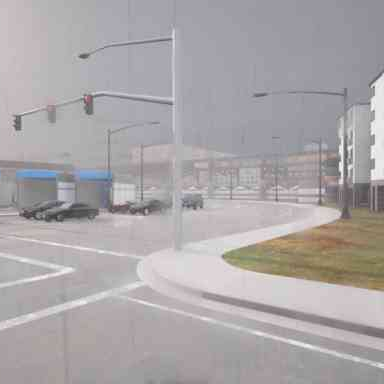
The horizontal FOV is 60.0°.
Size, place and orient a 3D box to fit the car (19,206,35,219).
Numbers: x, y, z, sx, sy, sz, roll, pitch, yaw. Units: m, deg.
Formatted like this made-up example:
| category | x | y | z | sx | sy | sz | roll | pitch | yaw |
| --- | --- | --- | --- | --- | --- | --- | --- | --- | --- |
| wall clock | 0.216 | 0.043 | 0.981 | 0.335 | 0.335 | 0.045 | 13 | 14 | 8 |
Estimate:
| category | x | y | z | sx | sy | sz | roll | pitch | yaw |
| --- | --- | --- | --- | --- | --- | --- | --- | --- | --- |
| car | -12.299 | 1.505 | 28.770 | 1.837 | 1.490 | 4.892 | 0 | 0 | 36 |

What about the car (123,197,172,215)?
| category | x | y | z | sx | sy | sz | roll | pitch | yaw |
| --- | --- | --- | --- | --- | --- | --- | --- | --- | --- |
| car | -4.459 | 1.505 | 34.031 | 1.837 | 1.490 | 4.892 | 0 | 0 | 30 |

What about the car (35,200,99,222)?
| category | x | y | z | sx | sy | sz | roll | pitch | yaw |
| --- | --- | --- | --- | --- | --- | --- | --- | --- | --- |
| car | -9.590 | 1.526 | 26.544 | 1.812 | 1.442 | 4.674 | 0 | 0 | 36 |

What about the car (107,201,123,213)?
| category | x | y | z | sx | sy | sz | roll | pitch | yaw |
| --- | --- | --- | --- | --- | --- | --- | --- | --- | --- |
| car | -7.067 | 1.601 | 36.378 | 1.895 | 1.301 | 4.718 | 0 | 0 | 30 |

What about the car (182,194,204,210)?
| category | x | y | z | sx | sy | sz | roll | pitch | yaw |
| --- | --- | --- | --- | --- | --- | --- | --- | --- | --- |
| car | -0.030 | 1.221 | 43.744 | 2.150 | 2.045 | 5.566 | 0 | 0 | 16 |
